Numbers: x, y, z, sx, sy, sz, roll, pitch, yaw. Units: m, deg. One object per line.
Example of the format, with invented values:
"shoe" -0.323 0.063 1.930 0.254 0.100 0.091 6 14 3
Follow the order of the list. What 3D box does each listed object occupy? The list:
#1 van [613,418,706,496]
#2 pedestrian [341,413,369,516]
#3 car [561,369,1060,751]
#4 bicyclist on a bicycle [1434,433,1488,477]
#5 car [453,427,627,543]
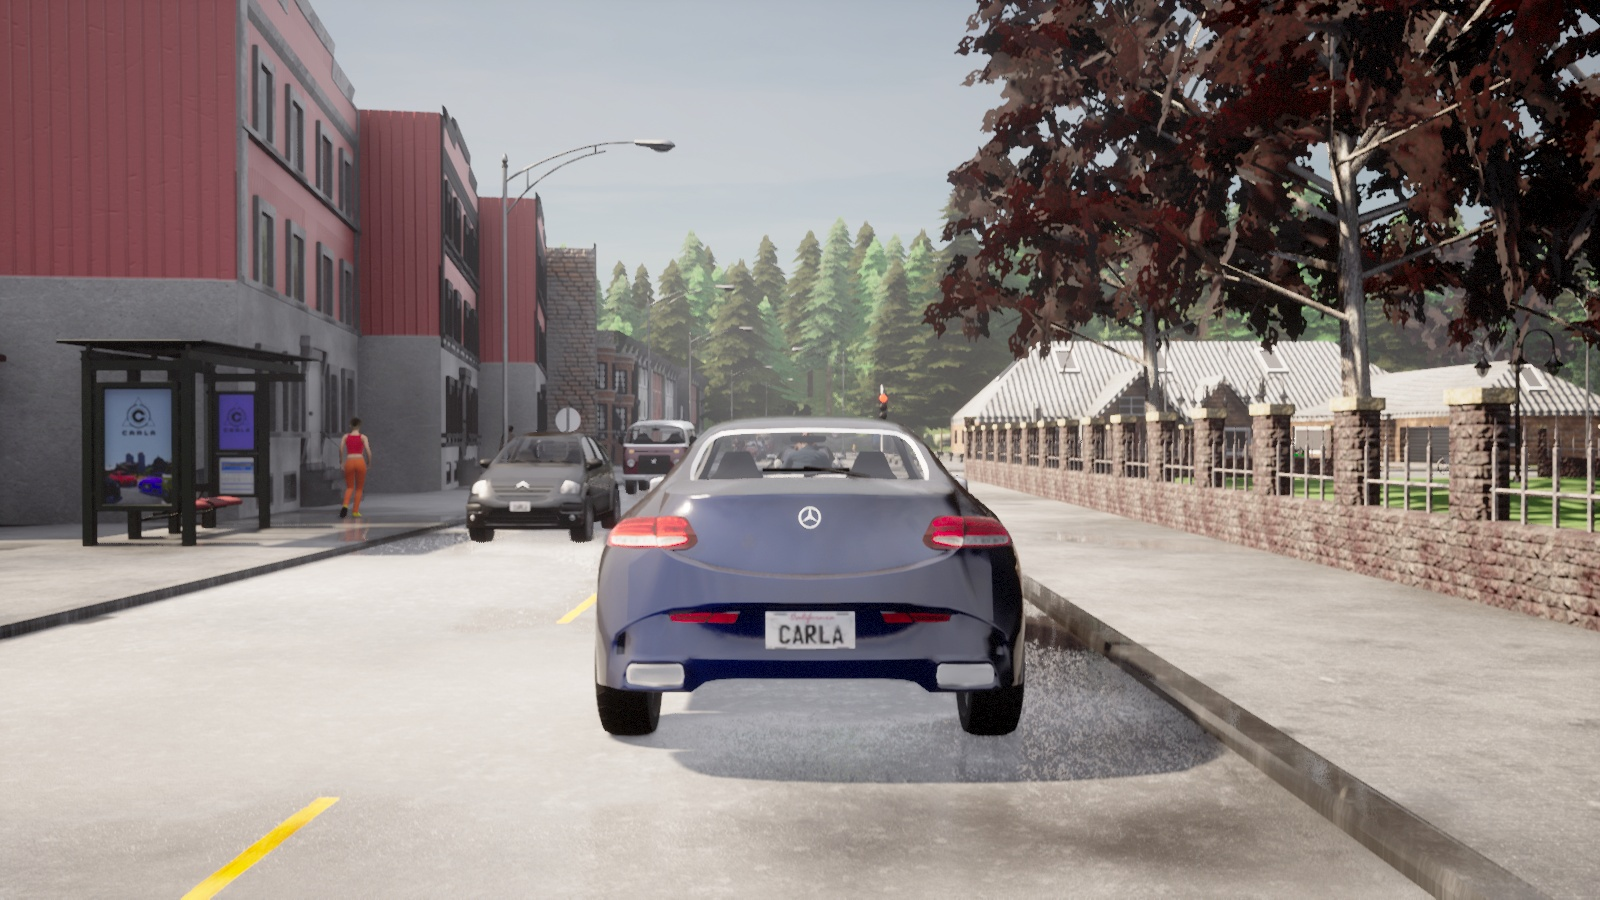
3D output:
"van" -3.820 0.159 34.958 2.069 2.038 4.480 0 1 0
"pedestrian" -8.011 0.250 22.627 0.345 1.836 0.594 0 1 -7
"car" 0.053 0.455 7.943 2.152 1.651 5.027 0 1 0
"bicyclist on a bicycle" 26.735 0.191 50.822 1.843 1.776 0.659 0 1 -1
"car" -3.893 0.470 19.445 1.851 1.617 3.988 0 1 0
